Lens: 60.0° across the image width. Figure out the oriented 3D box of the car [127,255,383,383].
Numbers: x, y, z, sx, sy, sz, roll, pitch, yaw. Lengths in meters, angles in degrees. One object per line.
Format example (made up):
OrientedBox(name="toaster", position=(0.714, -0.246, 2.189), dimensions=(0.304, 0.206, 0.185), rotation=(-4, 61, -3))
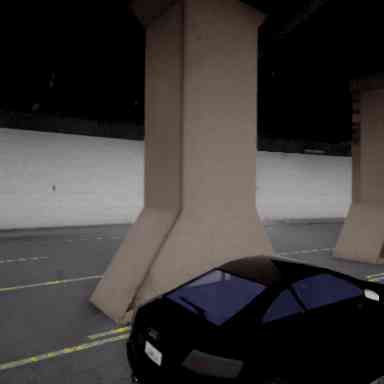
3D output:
OrientedBox(name="car", position=(1.298, 1.571, 4.379), dimensions=(4.181, 1.385, 1.994), rotation=(1, 0, -33))
